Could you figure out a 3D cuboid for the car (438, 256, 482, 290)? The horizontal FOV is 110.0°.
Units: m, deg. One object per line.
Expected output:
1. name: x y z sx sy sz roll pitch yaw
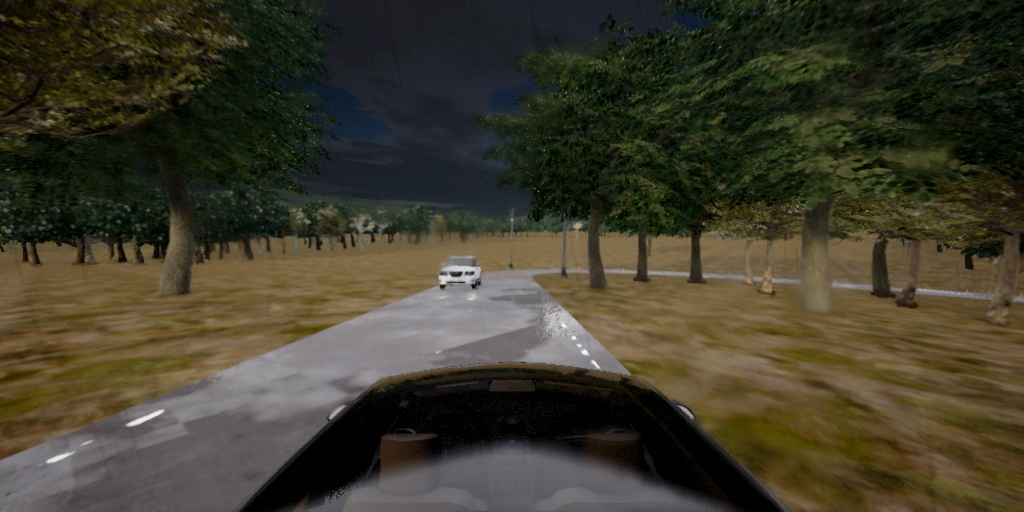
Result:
1. car: -3.167 0.992 22.907 2.150 2.045 5.566 0 0 0
